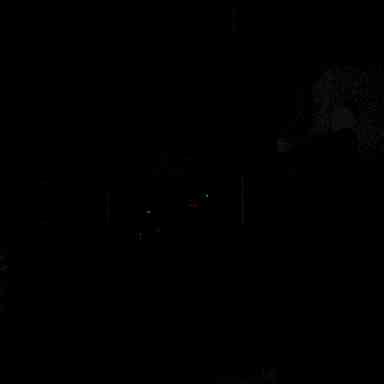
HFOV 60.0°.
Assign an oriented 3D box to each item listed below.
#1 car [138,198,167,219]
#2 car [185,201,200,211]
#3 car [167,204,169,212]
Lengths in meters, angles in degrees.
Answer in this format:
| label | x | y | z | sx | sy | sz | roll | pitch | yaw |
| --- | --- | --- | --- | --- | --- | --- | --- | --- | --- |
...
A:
| label | x | y | z | sx | sy | sz | roll | pitch | yaw |
| --- | --- | --- | --- | --- | --- | --- | --- | --- | --- |
| car | -4.122 | 1.605 | 34.524 | 2.150 | 2.045 | 5.566 | 0 | -1 | 0 |
| car | 0.053 | 2.047 | 48.920 | 1.837 | 1.490 | 4.892 | 0 | -1 | 0 |
| car | -4.099 | 2.049 | 45.164 | 2.033 | 1.411 | 5.357 | 0 | -1 | 1 |
